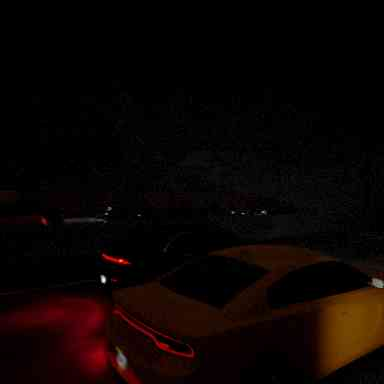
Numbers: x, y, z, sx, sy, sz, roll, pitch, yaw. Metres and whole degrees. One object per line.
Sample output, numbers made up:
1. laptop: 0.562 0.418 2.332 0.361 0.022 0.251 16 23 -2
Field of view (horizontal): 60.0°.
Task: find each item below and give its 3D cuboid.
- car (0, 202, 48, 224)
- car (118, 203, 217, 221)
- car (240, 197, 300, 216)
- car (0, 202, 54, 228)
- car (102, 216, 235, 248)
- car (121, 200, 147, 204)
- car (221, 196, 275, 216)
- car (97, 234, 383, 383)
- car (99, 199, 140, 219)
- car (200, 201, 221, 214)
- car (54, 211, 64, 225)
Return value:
1. car: -13.384 1.529 24.417 4.892 1.490 1.837 0 0 -35
2. car: -1.366 1.622 20.091 5.357 1.411 2.033 0 0 -35
3. car: 6.259 1.492 25.587 4.553 1.767 2.097 0 0 -35
4. car: -8.907 1.362 14.739 4.553 1.767 2.097 1 0 -35
5. car: 0.179 1.539 8.173 4.892 1.490 1.837 0 0 -35
6. car: -2.184 1.577 23.807 4.902 1.511 2.128 0 0 -35
7. car: 5.611 1.374 29.541 5.566 2.045 2.150 1 0 -38
8. car: 1.335 1.504 4.699 5.008 1.535 1.882 0 0 -35
9. car: -5.936 1.440 29.730 4.553 1.767 2.097 0 0 -35
10. car: 1.671 1.702 35.362 5.357 1.411 2.033 1 0 -38
11. car: -9.753 1.497 18.409 5.008 1.535 1.882 0 0 -35
